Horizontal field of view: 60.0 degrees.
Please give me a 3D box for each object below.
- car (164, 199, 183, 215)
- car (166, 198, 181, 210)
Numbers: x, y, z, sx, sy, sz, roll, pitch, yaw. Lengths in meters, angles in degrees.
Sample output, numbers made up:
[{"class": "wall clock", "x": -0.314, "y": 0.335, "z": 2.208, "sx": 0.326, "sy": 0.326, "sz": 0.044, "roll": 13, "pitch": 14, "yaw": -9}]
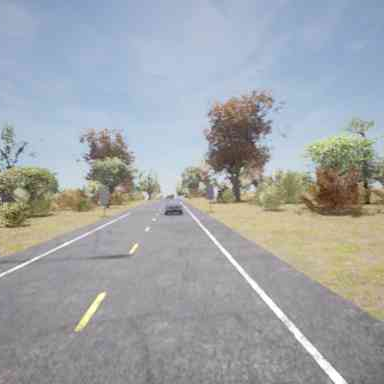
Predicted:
[{"class": "car", "x": -1.933, "y": 1.612, "z": 35.259, "sx": 2.033, "sy": 1.411, "sz": 5.357, "roll": -2, "pitch": 0, "yaw": -3}, {"class": "car", "x": -2.618, "y": 1.668, "z": 47.428, "sx": 1.994, "sy": 1.385, "sz": 4.181, "roll": -2, "pitch": 0, "yaw": -3}]
